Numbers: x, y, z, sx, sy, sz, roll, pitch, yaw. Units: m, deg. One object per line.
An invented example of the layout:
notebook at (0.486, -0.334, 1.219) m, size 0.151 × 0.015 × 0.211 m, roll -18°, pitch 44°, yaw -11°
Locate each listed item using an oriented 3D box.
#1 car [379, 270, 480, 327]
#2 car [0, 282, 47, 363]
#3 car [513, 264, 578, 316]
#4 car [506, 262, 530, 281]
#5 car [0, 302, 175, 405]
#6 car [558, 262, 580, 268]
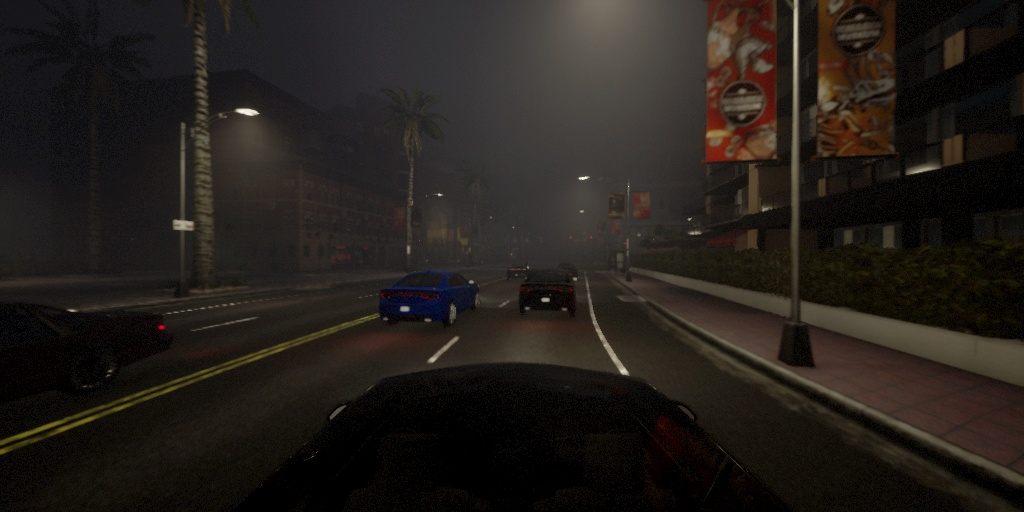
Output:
car at (-2.400, 1.202, 11.632) m, size 1.882 × 1.535 × 5.008 m, roll 0°, pitch 0°, yaw 8°
car at (-10.404, 1.233, 4.512) m, size 2.033 × 1.411 × 5.357 m, roll 0°, pitch 0°, yaw 3°
car at (1.429, 1.222, 13.559) m, size 1.882 × 1.535 × 5.008 m, roll 0°, pitch 0°, yaw 9°
car at (0.797, 1.214, 29.138) m, size 2.128 × 1.511 × 4.902 m, roll 0°, pitch 0°, yaw 11°
car at (-6.936, 1.254, 3.863) m, size 2.033 × 1.411 × 5.357 m, roll 0°, pitch 0°, yaw 3°
car at (4.612, 1.249, 30.425) m, size 1.837 × 1.490 × 4.892 m, roll 0°, pitch 0°, yaw 11°
